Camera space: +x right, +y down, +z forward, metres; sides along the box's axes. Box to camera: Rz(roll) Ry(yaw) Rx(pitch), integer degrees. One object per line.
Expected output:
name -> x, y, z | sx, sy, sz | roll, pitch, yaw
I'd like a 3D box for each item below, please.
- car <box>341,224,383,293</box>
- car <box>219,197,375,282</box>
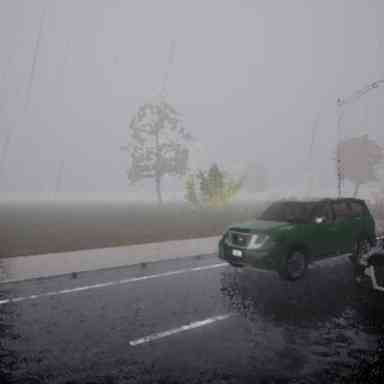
car -> 5.582, 1.542, 7.668 | 4.181, 1.385, 1.994 | 0, 0, -35
car -> 3.402, 1.201, 10.106 | 5.566, 2.045, 2.150 | 0, 0, -36
